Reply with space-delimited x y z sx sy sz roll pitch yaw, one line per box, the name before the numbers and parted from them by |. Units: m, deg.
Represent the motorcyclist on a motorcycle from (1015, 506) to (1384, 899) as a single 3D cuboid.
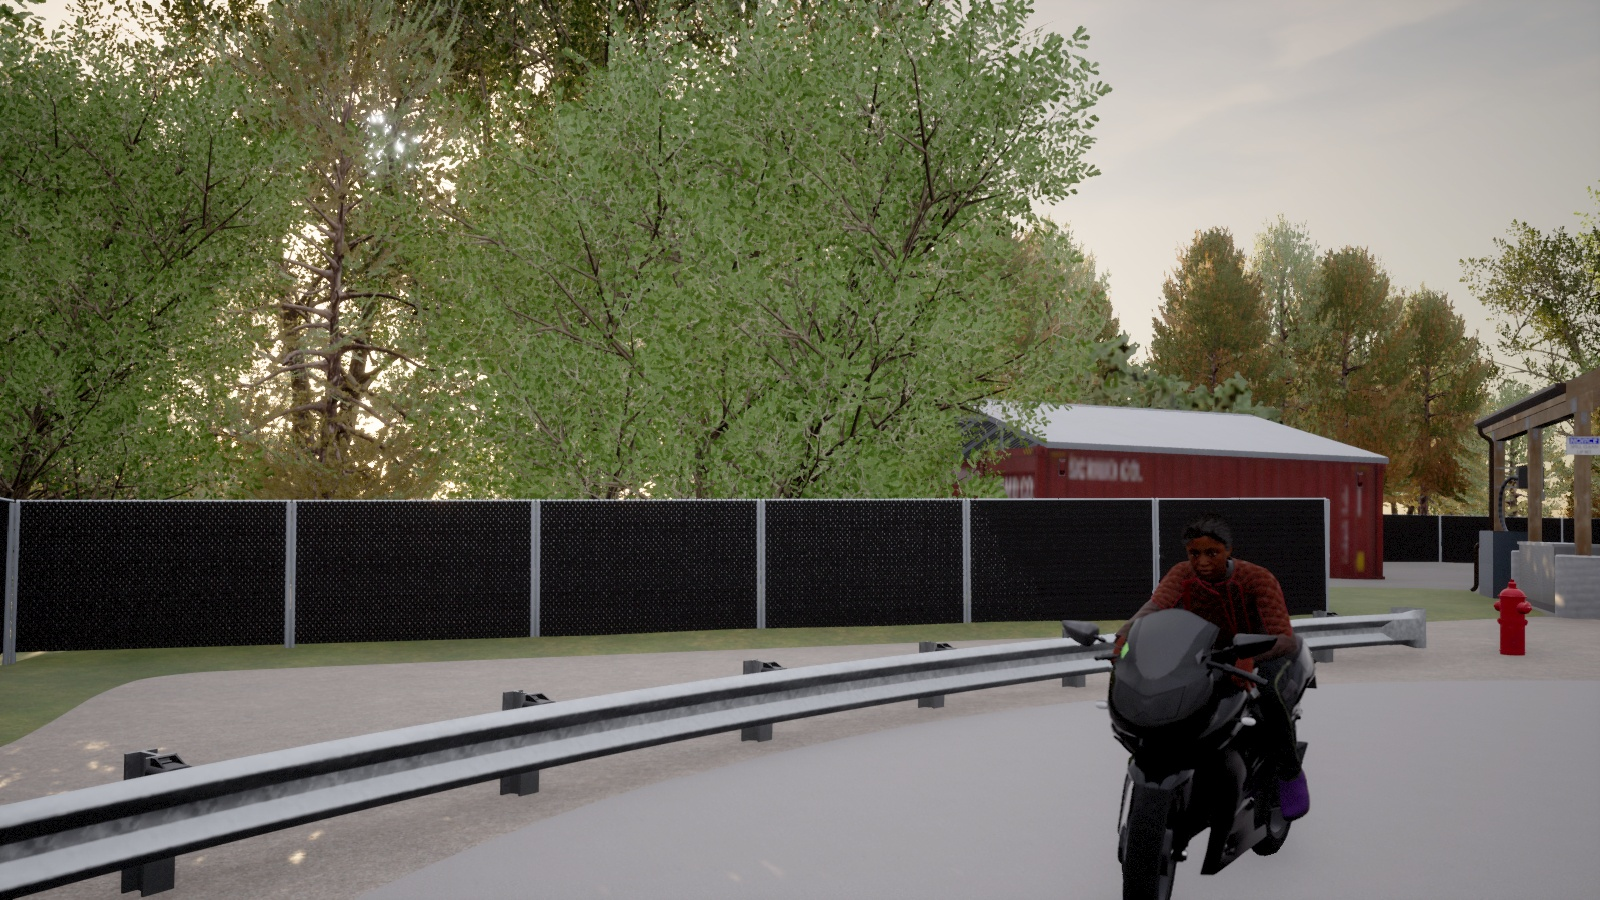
motorcyclist on a motorcycle | 1.689 0.998 5.049 0.797 1.523 2.044 -1 -3 36
